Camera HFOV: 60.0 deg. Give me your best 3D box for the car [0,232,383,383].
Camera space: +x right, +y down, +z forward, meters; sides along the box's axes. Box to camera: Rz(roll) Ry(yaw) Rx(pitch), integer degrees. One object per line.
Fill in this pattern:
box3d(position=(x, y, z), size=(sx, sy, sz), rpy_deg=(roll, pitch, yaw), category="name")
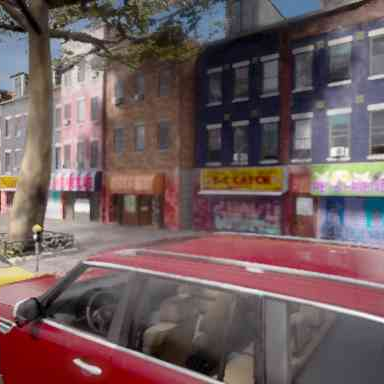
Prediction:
box3d(position=(-0.032, 1.299, 2.831), size=(5.009, 1.841, 2.192), rpy_deg=(1, 0, 35), category="car")
